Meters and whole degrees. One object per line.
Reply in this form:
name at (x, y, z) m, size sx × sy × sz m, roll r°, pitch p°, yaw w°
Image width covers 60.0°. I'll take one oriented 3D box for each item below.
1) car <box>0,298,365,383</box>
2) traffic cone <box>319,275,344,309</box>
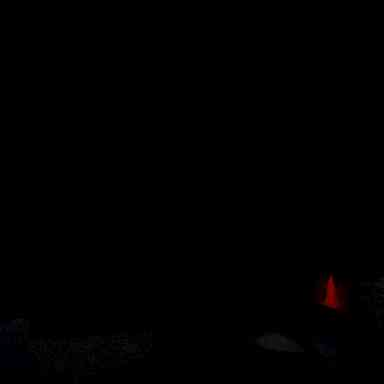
car at (-0.823, 1.512, 1.872) m, size 4.674 × 1.442 × 1.812 m, roll 0°, pitch 0°, yaw -33°
traffic cone at (2.741, 1.927, 6.545) m, size 0.340 × 0.580 × 0.340 m, roll 0°, pitch 0°, yaw -29°
